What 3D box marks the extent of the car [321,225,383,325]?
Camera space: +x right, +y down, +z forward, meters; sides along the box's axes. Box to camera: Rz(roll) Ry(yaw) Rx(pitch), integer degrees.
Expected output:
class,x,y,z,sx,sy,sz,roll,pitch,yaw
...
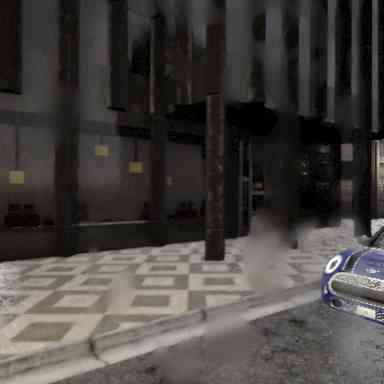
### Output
class,x,y,z,sx,sy,sz,roll,pitch,yaw
car,4.642,1.355,6.694,4.553,1.767,2.097,0,0,-36
